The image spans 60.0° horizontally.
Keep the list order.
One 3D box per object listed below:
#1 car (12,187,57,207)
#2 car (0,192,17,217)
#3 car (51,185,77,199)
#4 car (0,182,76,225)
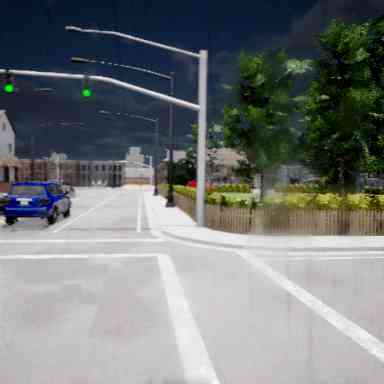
[{"bbox_3d":[-13.354,0.369,28.629,2.033,1.411,5.357,1,2,-8],"label":"car"},{"bbox_3d":[-11.918,0.766,19.070,1.895,1.301,4.718,1,2,-9],"label":"car"},{"bbox_3d":[-14.824,-0.036,38.725,1.837,1.490,4.892,1,2,-8],"label":"car"},{"bbox_3d":[-7.956,0.499,17.632,2.150,2.045,5.566,1,2,-9],"label":"car"}]
